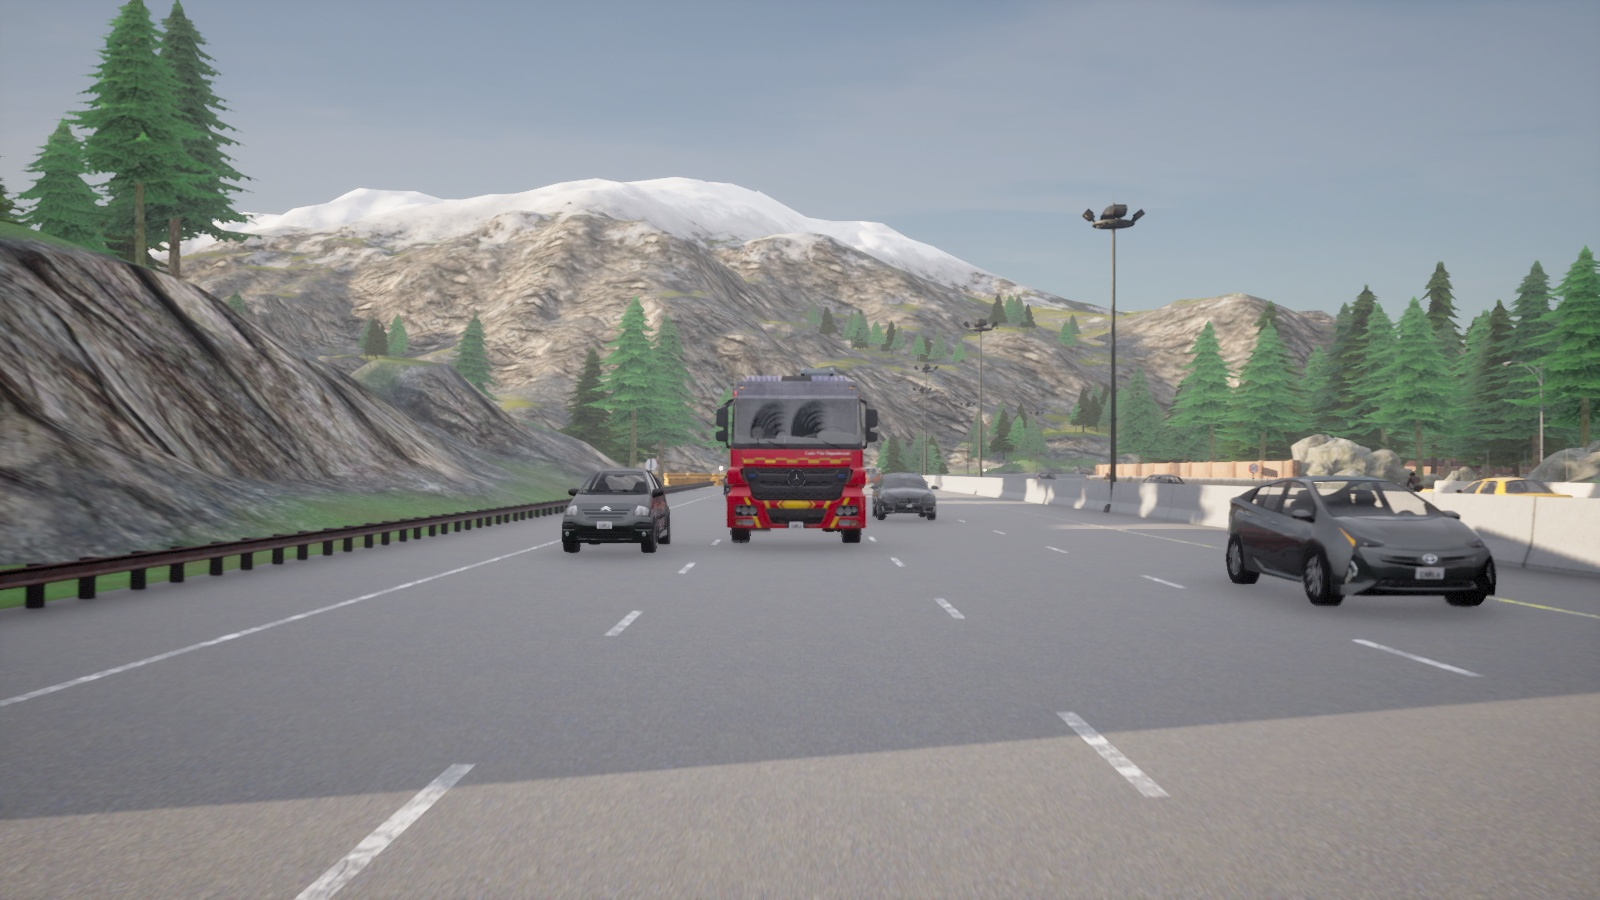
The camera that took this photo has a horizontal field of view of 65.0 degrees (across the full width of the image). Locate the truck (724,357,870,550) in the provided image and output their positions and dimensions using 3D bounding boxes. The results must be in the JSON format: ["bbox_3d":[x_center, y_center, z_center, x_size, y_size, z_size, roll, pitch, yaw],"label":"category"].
[{"bbox_3d":[-0.075,0.141,29.298,2.891,3.827,8.468,0,-1,0],"label":"truck"}]

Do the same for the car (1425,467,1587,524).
[{"bbox_3d":[20.910,1.298,37.500,1.801,1.575,5.366,0,-1,0],"label":"car"}]

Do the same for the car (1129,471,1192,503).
[{"bbox_3d":[17.353,1.775,60.679,1.816,1.474,4.193,0,-1,0],"label":"car"}]

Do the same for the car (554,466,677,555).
[{"bbox_3d":[-3.561,1.144,24.921,1.851,1.617,3.988,0,-1,0],"label":"car"}]

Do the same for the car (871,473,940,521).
[{"bbox_3d":[3.399,1.495,41.154,1.837,1.490,4.892,0,-1,0],"label":"car"}]

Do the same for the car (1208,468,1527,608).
[{"bbox_3d":[6.961,1.002,16.039,2.007,1.525,4.514,0,-1,0],"label":"car"}]
